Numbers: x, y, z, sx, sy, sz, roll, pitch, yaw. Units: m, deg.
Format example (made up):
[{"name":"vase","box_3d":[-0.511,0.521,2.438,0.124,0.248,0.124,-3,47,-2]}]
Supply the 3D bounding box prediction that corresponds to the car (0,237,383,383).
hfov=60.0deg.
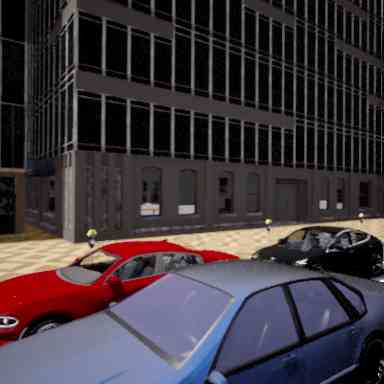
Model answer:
[{"name":"car","box_3d":[0.467,1.563,3.707,5.357,1.411,2.033,0,0,-35]}]

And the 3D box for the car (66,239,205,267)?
[{"name":"car","box_3d":[-1.101,1.560,5.767,4.507,1.381,1.887,0,0,-35]}]

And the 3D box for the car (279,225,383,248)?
[{"name":"car","box_3d":[3.537,1.617,9.067,4.313,1.339,1.947,0,0,-35]}]
